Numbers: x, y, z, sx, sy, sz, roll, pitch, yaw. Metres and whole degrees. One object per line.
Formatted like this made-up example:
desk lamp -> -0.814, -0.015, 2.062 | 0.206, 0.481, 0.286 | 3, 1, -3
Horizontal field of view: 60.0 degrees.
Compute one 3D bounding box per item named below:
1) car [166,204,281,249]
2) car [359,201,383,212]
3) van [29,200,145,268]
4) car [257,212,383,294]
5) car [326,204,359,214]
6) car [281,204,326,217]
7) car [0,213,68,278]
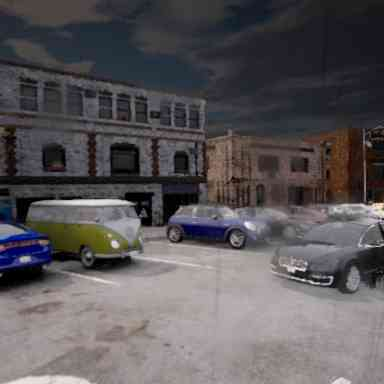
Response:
car -> 1.141, 1.338, 14.449 | 4.553, 1.767, 2.185 | -1, -1, 35
car -> 8.327, 1.452, 19.551 | 4.892, 1.521, 2.231 | -1, -1, 34
van -> -3.515, 1.248, 10.959 | 4.442, 1.987, 1.878 | -1, -1, 34
car -> 4.186, 1.484, 8.820 | 4.892, 1.490, 1.837 | 0, 0, -35
car -> 5.967, 1.484, 17.820 | 4.792, 1.488, 2.163 | -1, -1, 35
car -> 3.549, 1.460, 16.136 | 4.892, 1.521, 2.231 | -1, -1, 35
car -> -5.995, 1.484, 9.309 | 5.008, 1.535, 2.097 | -1, 0, 35
